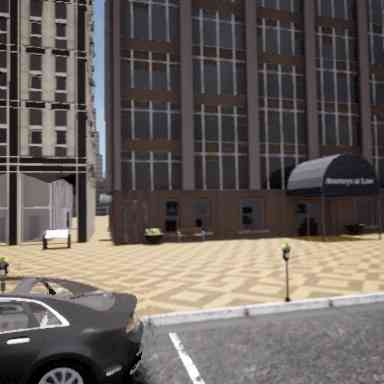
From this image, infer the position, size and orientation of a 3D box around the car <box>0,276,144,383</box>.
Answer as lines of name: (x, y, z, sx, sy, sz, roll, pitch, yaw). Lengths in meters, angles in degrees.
car: (-2.805, 1.784, 3.990, 4.403, 1.369, 2.008, 0, -3, -15)
